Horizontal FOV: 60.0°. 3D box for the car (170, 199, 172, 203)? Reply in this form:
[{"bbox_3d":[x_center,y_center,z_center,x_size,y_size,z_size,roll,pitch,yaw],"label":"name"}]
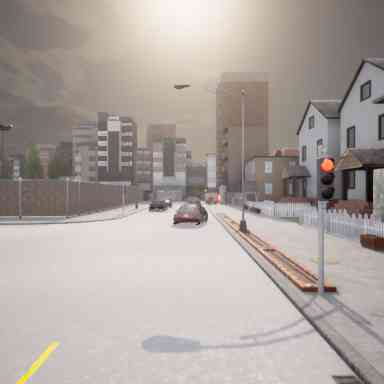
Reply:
[{"bbox_3d":[-4.078,1.563,50.539,1.994,1.385,4.181,0,0,0],"label":"car"}]

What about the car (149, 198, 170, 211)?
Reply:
[{"bbox_3d":[-4.092,1.600,40.470,1.895,1.301,4.718,0,0,0],"label":"car"}]

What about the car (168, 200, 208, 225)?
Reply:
[{"bbox_3d":[-0.065,1.563,24.259,1.994,1.385,4.181,0,0,10],"label":"car"}]

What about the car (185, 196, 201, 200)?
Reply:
[{"bbox_3d":[0.111,1.351,45.906,2.097,1.767,4.553,0,0,0],"label":"car"}]
